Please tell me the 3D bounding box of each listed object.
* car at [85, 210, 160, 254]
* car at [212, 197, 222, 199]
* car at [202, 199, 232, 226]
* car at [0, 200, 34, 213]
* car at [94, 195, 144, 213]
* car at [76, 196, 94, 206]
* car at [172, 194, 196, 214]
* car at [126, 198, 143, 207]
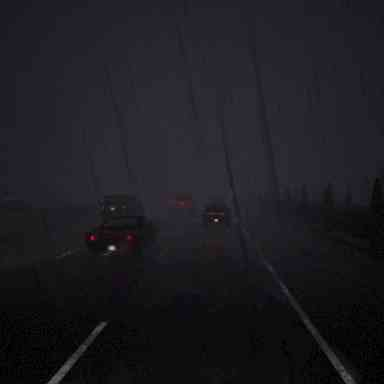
[{"bbox_3d":[-2.551,1.610,13.508,1.895,1.301,4.718,0,0,4],"label":"car"},{"bbox_3d":[3.169,1.418,42.198,2.097,1.767,4.553,0,0,4],"label":"car"},{"bbox_3d":[1.745,1.544,23.739,1.837,1.490,4.892,0,0,4],"label":"car"},{"bbox_3d":[-15.614,1.476,28.723,2.128,1.511,4.902,0,0,5],"label":"car"},{"bbox_3d":[-5.165,1.237,25.214,2.150,2.045,5.566,0,0,4],"label":"car"},{"bbox_3d":[-17.082,1.455,54.097,2.097,1.767,4.553,0,-1,5],"label":"car"},{"bbox_3d":[-0.795,1.266,36.326,2.150,2.045,5.566,0,0,4],"label":"car"},{"bbox_3d":[-9.820,1.791,57.131,1.837,1.490,4.892,0,-3,4],"label":"car"}]
